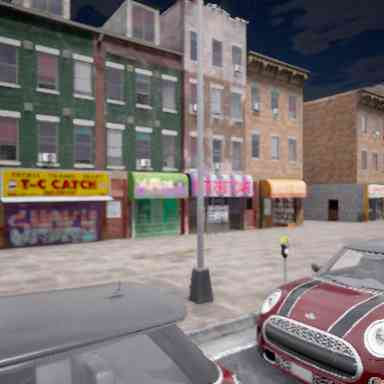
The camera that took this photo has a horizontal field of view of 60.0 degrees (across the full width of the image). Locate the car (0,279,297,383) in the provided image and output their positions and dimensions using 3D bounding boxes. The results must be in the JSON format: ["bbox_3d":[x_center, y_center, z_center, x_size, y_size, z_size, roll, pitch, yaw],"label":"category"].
[{"bbox_3d":[-1.598,1.437,1.683,4.097,1.590,1.967,0,-1,-35],"label":"car"}]

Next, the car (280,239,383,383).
[{"bbox_3d":[2.830,1.476,4.834,4.097,1.590,1.967,0,-1,-35],"label":"car"}]
